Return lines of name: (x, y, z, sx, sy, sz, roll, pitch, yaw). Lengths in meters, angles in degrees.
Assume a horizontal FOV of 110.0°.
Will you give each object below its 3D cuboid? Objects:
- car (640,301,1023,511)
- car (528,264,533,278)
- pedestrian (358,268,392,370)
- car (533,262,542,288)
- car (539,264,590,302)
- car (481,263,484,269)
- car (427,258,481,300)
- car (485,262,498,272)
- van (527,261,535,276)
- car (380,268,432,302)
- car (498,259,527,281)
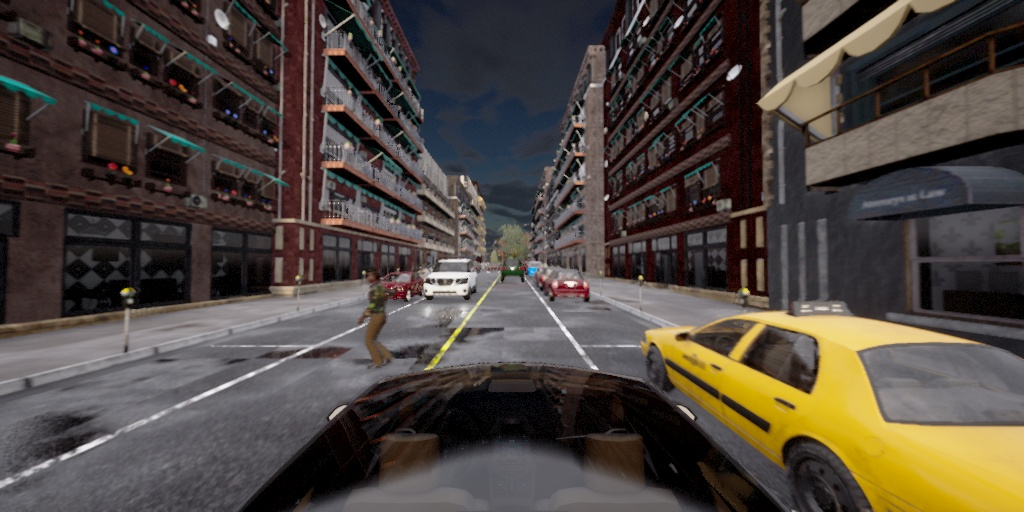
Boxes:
car: (2.999, 1.229, 3.797, 1.801, 1.575, 5.366, 0, -1, 0)
car: (2.659, 1.618, 29.677, 2.007, 1.370, 4.403, 0, 0, 0)
pedestrian: (-2.468, 1.099, 6.513, 0.375, 1.860, 0.375, 1, -2, -3)
car: (2.665, 1.443, 24.016, 1.967, 1.591, 4.097, 0, 0, 0)
car: (2.673, 1.379, 18.355, 1.967, 1.591, 4.097, 0, 0, 0)
car: (-5.751, 1.647, 52.352, 2.192, 1.841, 5.009, 0, 0, 0)
car: (-3.119, 1.163, 19.388, 2.150, 2.045, 5.566, 0, 1, 0)
car: (-3.074, 1.857, 62.606, 2.097, 1.767, 4.553, 0, -1, 0)
van: (2.644, 1.539, 41.000, 1.690, 1.789, 3.998, 0, 0, 0)
car: (-5.708, 1.485, 18.385, 1.888, 1.381, 4.507, 0, 0, 0)
car: (0.057, 1.339, 34.708, 2.150, 2.045, 5.566, 0, -2, 0)
